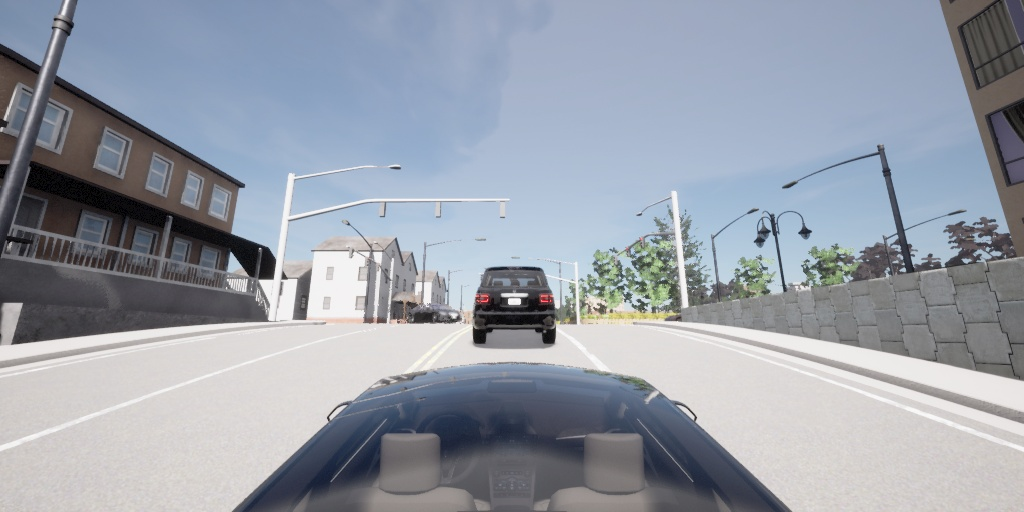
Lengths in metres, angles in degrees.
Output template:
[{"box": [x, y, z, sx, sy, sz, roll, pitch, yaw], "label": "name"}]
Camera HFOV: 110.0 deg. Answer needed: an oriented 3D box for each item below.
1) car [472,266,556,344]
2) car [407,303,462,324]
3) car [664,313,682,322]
[{"box": [0.063, 1.501, 11.168, 2.150, 2.045, 5.566, 0, -7, 0], "label": "car"}, {"box": [-5.453, 4.069, 24.944, 2.128, 1.511, 4.902, 13, -18, -43], "label": "car"}, {"box": [15.865, 5.450, 31.712, 4.553, 1.767, 2.097, 0, -12, 1], "label": "car"}]
